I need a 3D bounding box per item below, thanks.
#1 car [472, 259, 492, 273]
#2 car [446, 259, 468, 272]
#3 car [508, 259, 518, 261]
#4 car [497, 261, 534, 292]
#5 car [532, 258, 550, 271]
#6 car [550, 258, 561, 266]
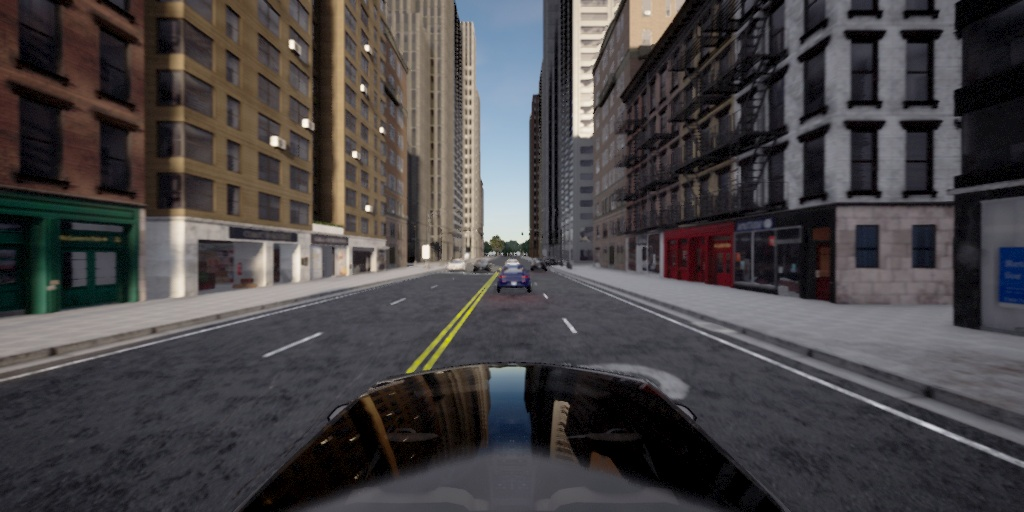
[{"bbox_3d":[-3.325,1.117,40.432,1.837,1.490,4.892,0,0,0],"label":"car"},{"bbox_3d":[-6.565,1.125,42.973,1.812,1.442,4.674,0,0,0],"label":"car"},{"bbox_3d":[0.107,1.125,43.049,1.812,1.442,4.674,0,0,0],"label":"car"},{"bbox_3d":[0.102,1.208,20.607,1.812,1.442,4.674,0,0,0],"label":"car"},{"bbox_3d":[3.360,1.114,45.793,1.812,1.442,4.674,0,0,0],"label":"car"},{"bbox_3d":[6.607,1.055,60.237,4.674,1.442,1.812,0,-1,-40],"label":"car"}]
